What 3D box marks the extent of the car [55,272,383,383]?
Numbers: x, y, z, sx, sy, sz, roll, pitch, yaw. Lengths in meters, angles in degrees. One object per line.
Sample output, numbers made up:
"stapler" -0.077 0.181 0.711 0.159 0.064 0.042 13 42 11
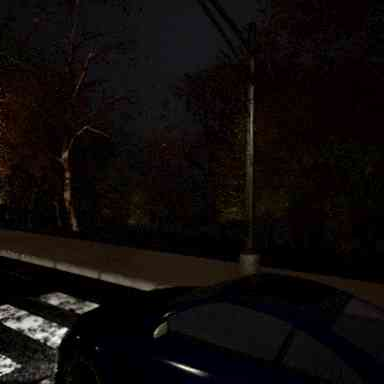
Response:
"car" 0.531 1.556 3.305 4.181 1.385 1.994 0 0 36
